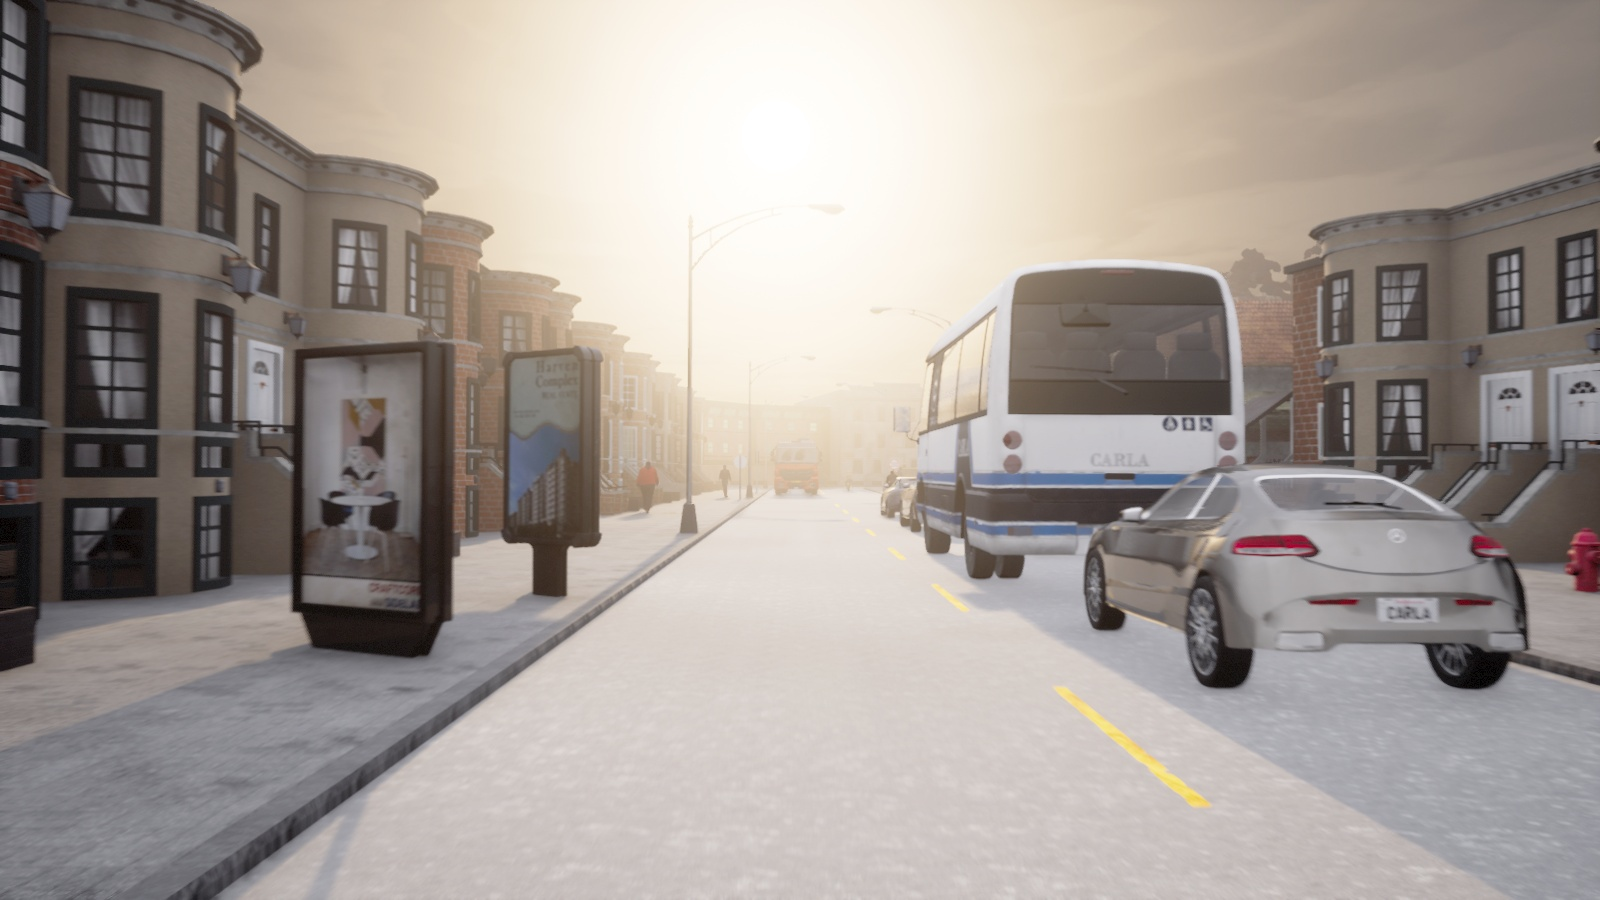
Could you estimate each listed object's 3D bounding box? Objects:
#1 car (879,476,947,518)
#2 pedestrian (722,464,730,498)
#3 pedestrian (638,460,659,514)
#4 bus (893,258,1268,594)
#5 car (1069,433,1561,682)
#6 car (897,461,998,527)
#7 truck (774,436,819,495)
[{"bbox_3d":[3.892,1.596,43.851,1.994,1.385,4.181,0,-1,0],"label":"car"},{"bbox_3d":[-4.004,1.675,67.875,0.376,1.854,0.720,0,-1,3],"label":"pedestrian"},{"bbox_3d":[-5.200,1.261,43.102,0.634,1.844,0.899,0,-1,0],"label":"pedestrian"},{"bbox_3d":[3.942,-0.225,21.097,3.944,4.253,10.273,0,-1,0],"label":"bus"},{"bbox_3d":[3.973,0.760,10.891,2.152,1.651,5.027,0,-1,0],"label":"car"},{"bbox_3d":[3.914,1.149,34.168,2.152,1.651,5.027,0,-1,0],"label":"car"},{"bbox_3d":[-0.232,1.078,85.361,2.891,3.827,8.468,0,-1,0],"label":"truck"}]
